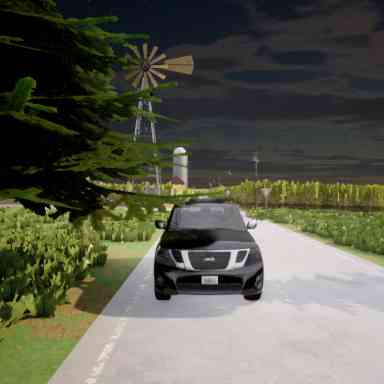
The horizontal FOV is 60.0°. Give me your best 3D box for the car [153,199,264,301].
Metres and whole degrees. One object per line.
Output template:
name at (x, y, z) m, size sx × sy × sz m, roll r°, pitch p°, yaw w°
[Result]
car at (0.336, 1.221, 8.709) m, size 2.150 × 2.045 × 5.566 m, roll 0°, pitch 0°, yaw 0°
